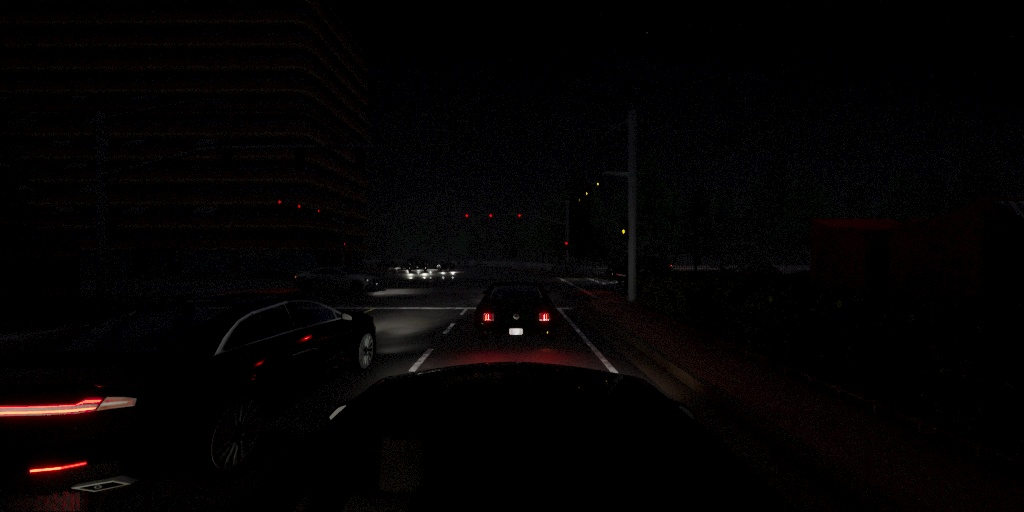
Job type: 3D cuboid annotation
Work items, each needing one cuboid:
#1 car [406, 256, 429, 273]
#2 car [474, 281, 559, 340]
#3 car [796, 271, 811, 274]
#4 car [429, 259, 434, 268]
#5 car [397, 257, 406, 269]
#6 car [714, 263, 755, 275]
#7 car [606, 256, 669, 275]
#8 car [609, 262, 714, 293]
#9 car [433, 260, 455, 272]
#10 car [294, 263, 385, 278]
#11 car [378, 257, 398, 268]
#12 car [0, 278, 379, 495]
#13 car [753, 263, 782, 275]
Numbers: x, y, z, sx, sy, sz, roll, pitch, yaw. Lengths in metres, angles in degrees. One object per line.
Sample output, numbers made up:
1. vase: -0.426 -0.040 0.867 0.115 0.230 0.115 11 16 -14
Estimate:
1. car: -11.794 0.971 44.803 2.150 2.045 5.566 0 0 -15
2. car: 0.113 1.351 9.993 1.895 1.301 4.718 0 0 1
3. car: 24.813 1.406 27.713 4.718 1.301 1.895 0 0 1
4. car: -12.891 1.255 56.433 1.837 1.490 4.892 0 0 -32
5. car: -15.360 1.276 53.778 1.812 1.442 4.674 0 0 -31
6. car: 15.646 1.406 27.799 4.718 1.301 1.895 0 0 1
7. car: 11.089 1.027 31.359 5.566 2.045 2.150 0 0 1
8. car: 8.474 1.298 20.665 4.902 1.511 2.128 0 0 1
9. car: -8.870 1.297 47.747 2.033 1.411 5.357 0 0 -18
10. car: -10.181 1.327 20.837 4.674 1.442 1.812 1 0 0
11. car: -21.422 1.314 61.633 4.181 1.385 1.994 0 0 43
12. car: -3.426 1.242 4.729 2.128 1.511 4.902 0 0 0
13. car: 20.856 1.331 31.238 4.674 1.442 1.812 0 0 0
